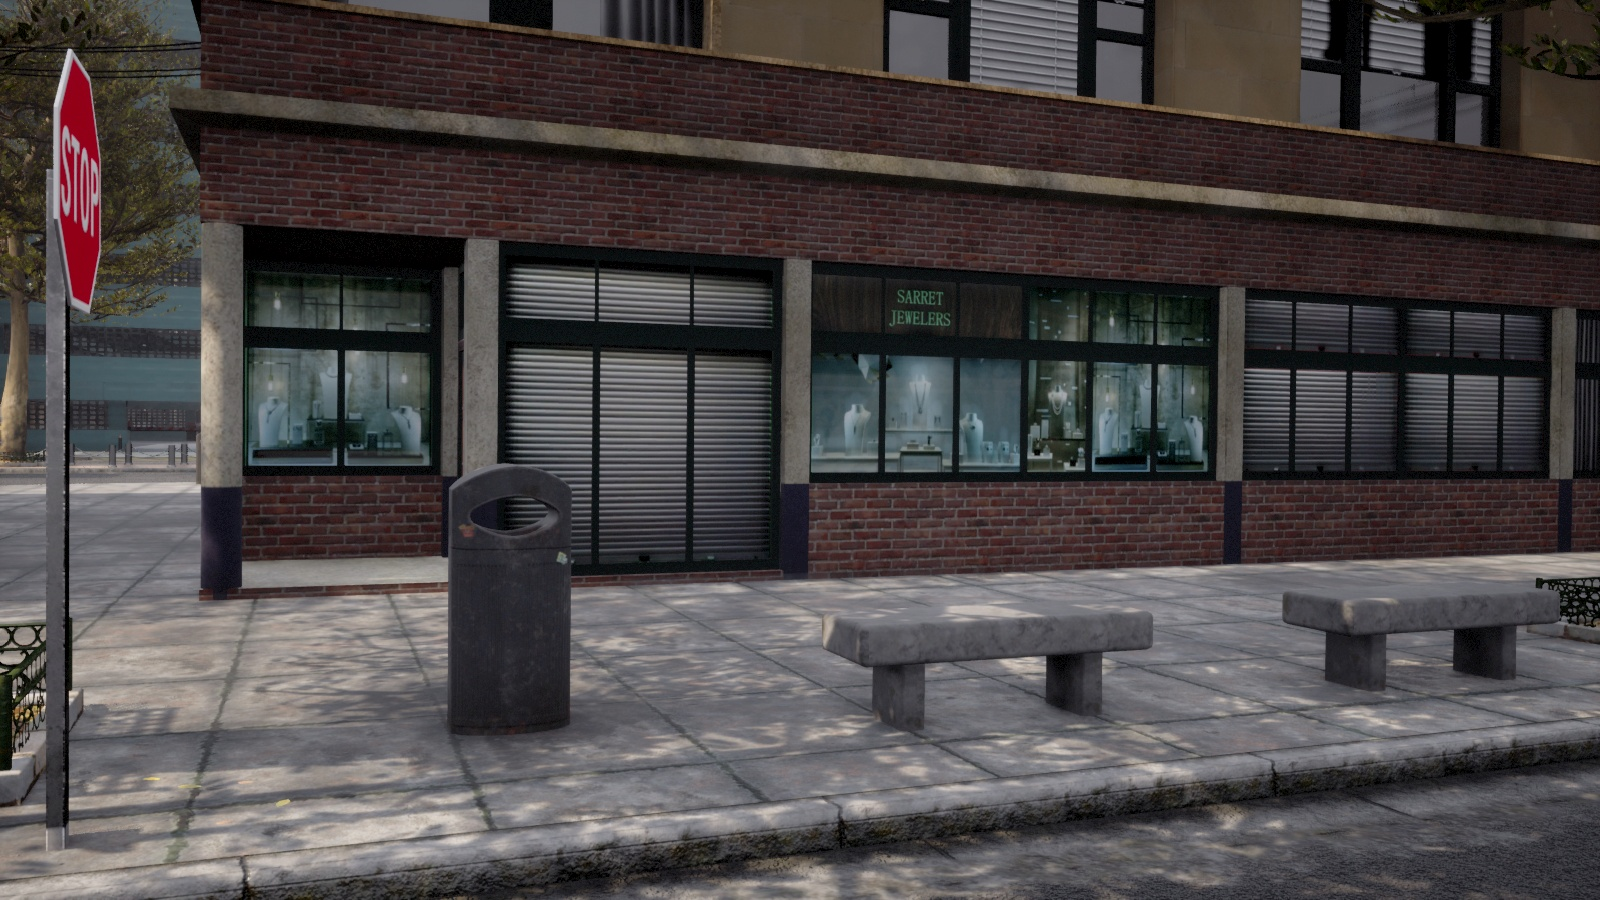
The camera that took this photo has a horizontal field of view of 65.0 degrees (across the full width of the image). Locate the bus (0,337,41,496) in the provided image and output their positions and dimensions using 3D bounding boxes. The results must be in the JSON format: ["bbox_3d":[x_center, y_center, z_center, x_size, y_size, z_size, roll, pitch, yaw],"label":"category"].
[{"bbox_3d":[-26.693,-0.837,33.631,10.273,4.253,3.944,-1,1,-21],"label":"bus"}]
